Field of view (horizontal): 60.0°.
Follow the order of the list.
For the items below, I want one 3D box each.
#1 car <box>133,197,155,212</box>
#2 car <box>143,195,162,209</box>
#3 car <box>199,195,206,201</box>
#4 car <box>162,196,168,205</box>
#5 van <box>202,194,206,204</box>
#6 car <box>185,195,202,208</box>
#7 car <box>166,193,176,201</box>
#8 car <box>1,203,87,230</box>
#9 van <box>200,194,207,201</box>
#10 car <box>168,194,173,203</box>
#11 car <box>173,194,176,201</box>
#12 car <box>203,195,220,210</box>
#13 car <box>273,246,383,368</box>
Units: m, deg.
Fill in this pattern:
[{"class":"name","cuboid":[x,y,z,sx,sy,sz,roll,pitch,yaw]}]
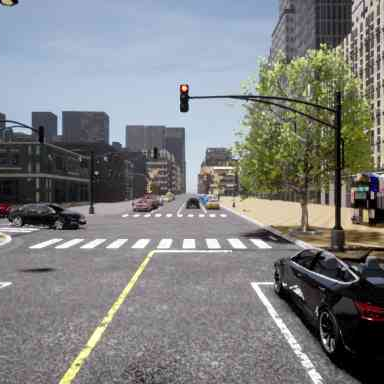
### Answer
[{"class":"car","cuboid":[-5.649,1.585,38.248,1.802,1.307,4.206,0,0,0]},{"class":"car","cuboid":[-5.643,1.318,43.799,2.192,1.841,5.009,0,0,0]},{"class":"car","cuboid":[2.780,1.534,88.371,1.752,1.417,4.829,0,0,0]},{"class":"car","cuboid":[-5.633,1.555,54.901,2.008,1.369,4.403,0,0,0]},{"class":"van","cuboid":[2.743,1.345,49.345,1.690,1.788,3.998,0,0,0]},{"class":"car","cuboid":[0.144,1.508,47.988,1.837,1.490,4.892,0,0,0]},{"class":"car","cuboid":[-5.600,1.324,88.207,2.192,1.841,5.009,0,0,0]},{"class":"car","cuboid":[-8.859,1.449,20.516,4.892,1.490,1.837,2,-1,14]},{"class":"van","cuboid":[2.776,1.349,82.651,1.690,1.788,3.998,0,0,0]},{"class":"car","cuboid":[-5.617,1.532,71.384,1.752,1.417,4.829,0,0,0]},{"class":"car","cuboid":[-5.607,1.559,82.656,2.008,1.369,4.403,0,0,0]},{"class":"car","cuboid":[2.737,1.528,43.963,1.752,1.417,4.829,0,0,0]},{"class":"car","cuboid":[2.700,1.566,5.764,1.947,1.339,4.313,0,0,0]}]
